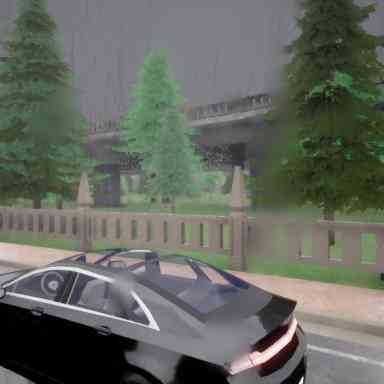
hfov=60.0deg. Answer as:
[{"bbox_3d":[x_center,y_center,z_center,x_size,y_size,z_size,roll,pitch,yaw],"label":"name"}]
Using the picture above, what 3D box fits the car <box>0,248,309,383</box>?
[{"bbox_3d":[-1.117,1.492,4.203,4.902,1.511,2.128,0,0,33],"label":"car"}]
